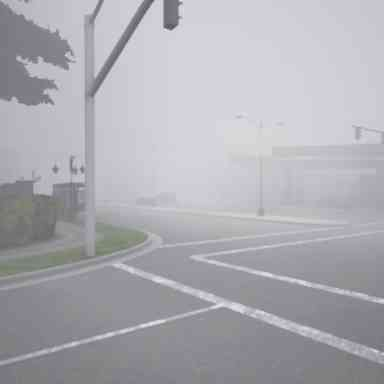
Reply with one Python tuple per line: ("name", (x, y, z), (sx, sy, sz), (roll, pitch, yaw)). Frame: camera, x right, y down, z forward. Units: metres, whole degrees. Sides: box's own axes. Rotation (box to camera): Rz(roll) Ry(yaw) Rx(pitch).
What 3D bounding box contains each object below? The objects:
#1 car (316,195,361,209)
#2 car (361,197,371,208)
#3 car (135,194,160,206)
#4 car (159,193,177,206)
("car", (17.468, 1.202, 40.618), (2.242, 1.667, 4.611), (0, 0, -35))
("car", (21.738, 1.348, 44.537), (1.970, 1.475, 3.806), (0, 0, -35))
("car", (-7.503, 1.417, 53.260), (1.882, 1.535, 5.008), (0, 0, -35))
("car", (-4.654, 1.152, 55.291), (2.150, 2.045, 5.566), (0, 0, -35))
